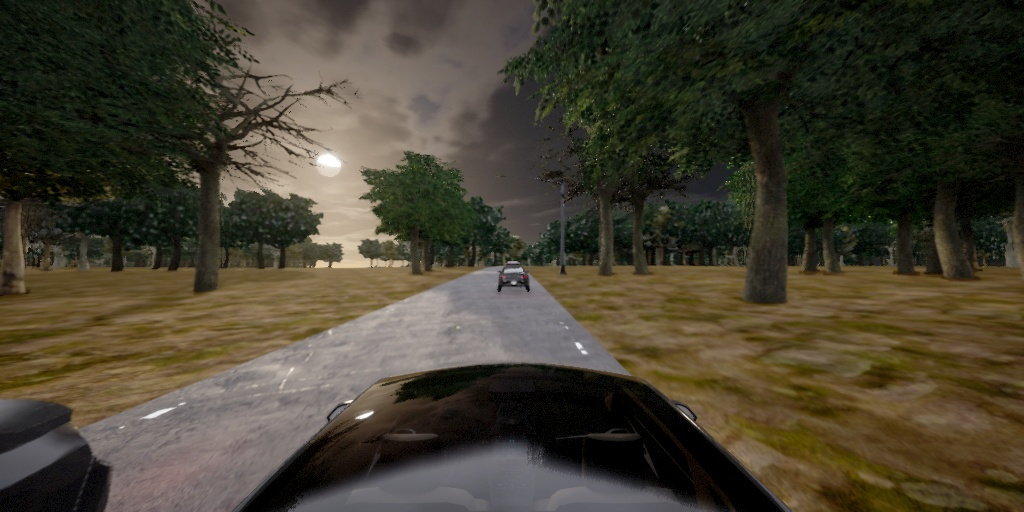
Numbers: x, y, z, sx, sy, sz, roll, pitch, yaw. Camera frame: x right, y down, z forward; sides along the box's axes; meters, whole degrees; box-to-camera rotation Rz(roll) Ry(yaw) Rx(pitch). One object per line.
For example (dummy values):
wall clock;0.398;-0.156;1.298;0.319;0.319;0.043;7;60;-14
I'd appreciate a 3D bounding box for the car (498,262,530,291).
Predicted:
car;0.104;1.304;22.194;1.812;1.442;4.674;0;0;0
